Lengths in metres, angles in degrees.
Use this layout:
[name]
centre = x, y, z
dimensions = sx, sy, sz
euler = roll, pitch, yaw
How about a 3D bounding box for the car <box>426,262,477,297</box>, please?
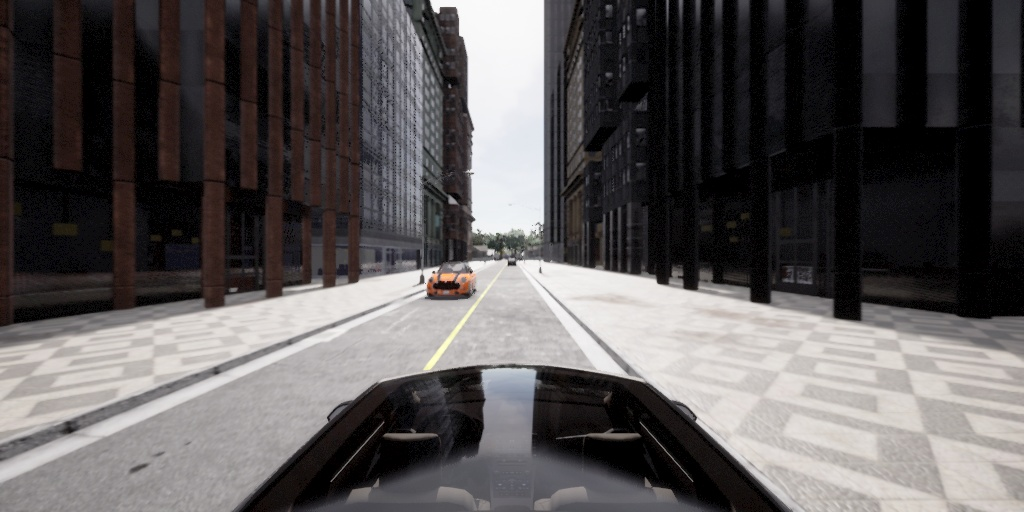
[car]
centre = -3.082, 1.133, 19.076
dimensions = 2.097, 1.767, 4.553
euler = 0, 0, 0
